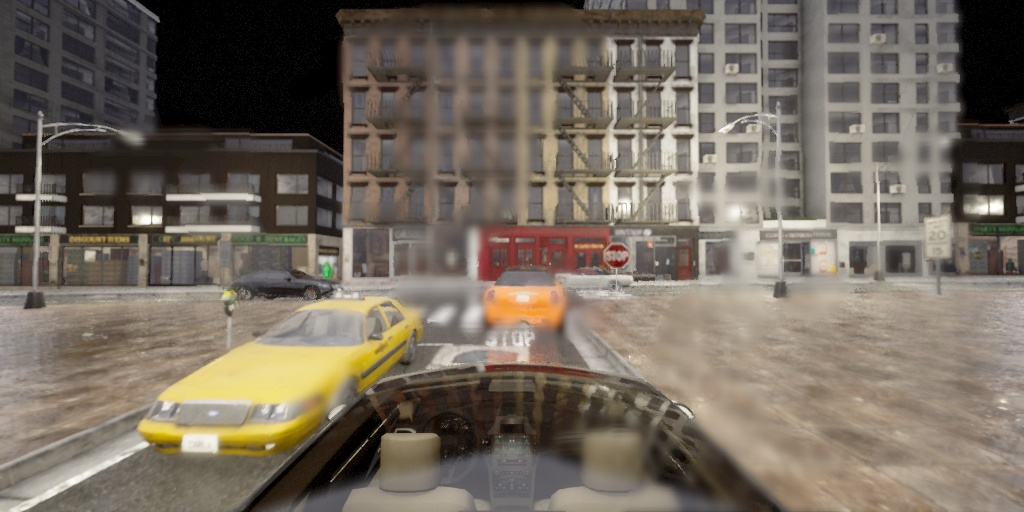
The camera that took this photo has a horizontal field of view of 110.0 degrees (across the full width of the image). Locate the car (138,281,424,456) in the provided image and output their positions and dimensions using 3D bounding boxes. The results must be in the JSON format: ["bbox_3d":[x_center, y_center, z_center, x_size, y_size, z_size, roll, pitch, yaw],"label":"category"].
[{"bbox_3d":[-2.636,1.262,5.443,1.751,1.417,4.829,0,0,0],"label":"car"}]

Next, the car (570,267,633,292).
[{"bbox_3d":[3.871,1.263,19.253,4.718,1.301,1.895,-1,-1,0],"label":"car"}]

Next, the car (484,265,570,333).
[{"bbox_3d":[0.572,1.058,10.877,2.097,1.767,4.553,1,1,8],"label":"car"}]

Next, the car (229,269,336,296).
[{"bbox_3d":[-10.175,1.323,16.277,4.674,1.442,1.812,-1,-1,0],"label":"car"}]
